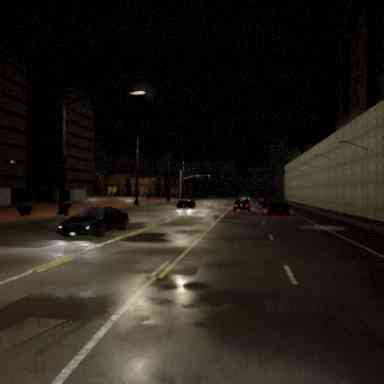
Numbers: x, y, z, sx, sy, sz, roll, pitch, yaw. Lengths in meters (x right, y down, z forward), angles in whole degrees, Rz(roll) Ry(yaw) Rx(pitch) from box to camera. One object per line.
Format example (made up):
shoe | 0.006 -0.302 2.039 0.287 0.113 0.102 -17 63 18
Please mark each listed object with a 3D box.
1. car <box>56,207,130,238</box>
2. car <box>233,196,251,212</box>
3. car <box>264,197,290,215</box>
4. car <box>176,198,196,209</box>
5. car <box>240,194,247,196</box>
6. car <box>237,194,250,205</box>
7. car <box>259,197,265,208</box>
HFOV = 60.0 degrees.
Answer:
car | -4.911 1.484 17.492 2.033 1.411 5.357 0 0 9
car | 5.715 1.480 37.970 2.033 1.411 5.357 0 0 11
car | 8.533 1.434 33.132 1.882 1.535 5.008 0 0 9
car | -0.699 1.457 42.671 1.994 1.385 4.181 0 0 10
car | 7.137 1.409 46.698 2.128 1.511 4.902 0 0 9
car | 8.631 1.254 55.688 2.097 1.767 4.553 0 0 9
car | 10.555 1.413 45.302 1.882 1.535 5.008 0 0 9
